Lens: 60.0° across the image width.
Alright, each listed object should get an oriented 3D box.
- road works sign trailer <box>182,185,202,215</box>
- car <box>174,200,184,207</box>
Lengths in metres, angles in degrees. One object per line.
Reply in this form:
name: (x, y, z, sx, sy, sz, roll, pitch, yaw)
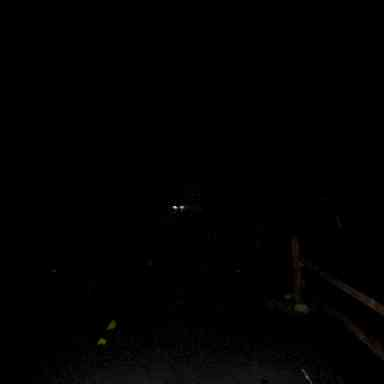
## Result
road works sign trailer: (-0.011, 0.907, 40.446, 2.380, 3.560, 2.880, 0, -1, 0)
car: (-2.769, 2.343, 70.988, 1.812, 1.442, 4.674, 0, -1, 0)
